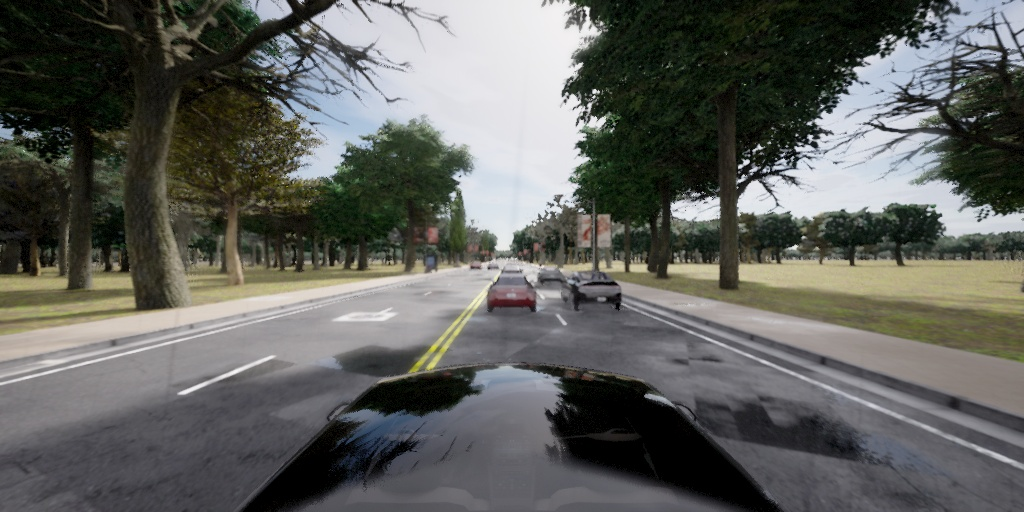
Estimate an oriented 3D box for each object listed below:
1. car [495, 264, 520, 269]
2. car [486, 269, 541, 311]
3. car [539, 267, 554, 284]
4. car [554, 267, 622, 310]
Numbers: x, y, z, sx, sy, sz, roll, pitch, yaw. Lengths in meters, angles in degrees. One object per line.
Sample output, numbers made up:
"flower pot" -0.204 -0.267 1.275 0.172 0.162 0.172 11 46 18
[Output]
"car" -0.022 1.516 30.378 2.128 1.511 4.902 0 0 0
"car" 0.005 1.444 15.250 1.994 1.385 4.181 0 0 0
"car" 3.230 1.587 30.360 1.994 1.385 4.181 0 0 0
"car" 3.260 1.373 15.385 2.128 1.511 4.902 0 0 0
